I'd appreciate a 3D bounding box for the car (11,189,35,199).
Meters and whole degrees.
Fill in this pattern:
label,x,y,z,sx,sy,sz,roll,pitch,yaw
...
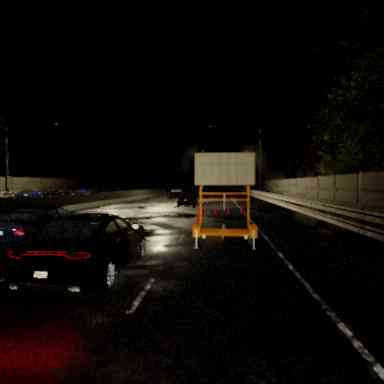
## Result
label,x,y,z,sx,sy,sz,roll,pitch,yaw
car,-20.919,0.396,42.462,2.097,1.767,4.553,0,1,5

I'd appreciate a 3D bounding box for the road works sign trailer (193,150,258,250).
label,x,y,z,sx,sy,sz,roll,pitch,yaw
road works sign trailer,1.263,0.171,12.927,2.380,3.560,2.880,0,1,5

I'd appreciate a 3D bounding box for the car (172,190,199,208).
label,x,y,z,sx,sy,sz,roll,pitch,yaw
car,-0.391,0.789,33.895,2.033,1.411,5.357,0,1,5

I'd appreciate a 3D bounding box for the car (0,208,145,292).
label,x,y,z,sx,sy,sz,roll,pitch,yaw
car,-2.526,1.282,8.468,1.882,1.535,5.008,0,1,5

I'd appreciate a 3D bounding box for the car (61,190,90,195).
label,x,y,z,sx,sy,sz,roll,pitch,yaw
car,-13.978,0.547,41.538,1.882,1.535,5.008,0,1,5

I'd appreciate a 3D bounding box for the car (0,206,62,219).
label,x,y,z,sx,sy,sz,roll,pitch,yaw
car,-5.682,1.256,12.693,2.033,1.411,5.357,0,1,5

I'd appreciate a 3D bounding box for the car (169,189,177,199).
label,x,y,z,sx,sy,sz,roll,pitch,yaw
car,-2.394,0.347,51.836,2.128,1.511,4.902,0,1,5

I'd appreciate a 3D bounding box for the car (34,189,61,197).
label,x,y,z,sx,sy,sz,roll,pitch,yaw
car,-17.433,0.560,42.178,1.837,1.490,4.892,0,1,5
